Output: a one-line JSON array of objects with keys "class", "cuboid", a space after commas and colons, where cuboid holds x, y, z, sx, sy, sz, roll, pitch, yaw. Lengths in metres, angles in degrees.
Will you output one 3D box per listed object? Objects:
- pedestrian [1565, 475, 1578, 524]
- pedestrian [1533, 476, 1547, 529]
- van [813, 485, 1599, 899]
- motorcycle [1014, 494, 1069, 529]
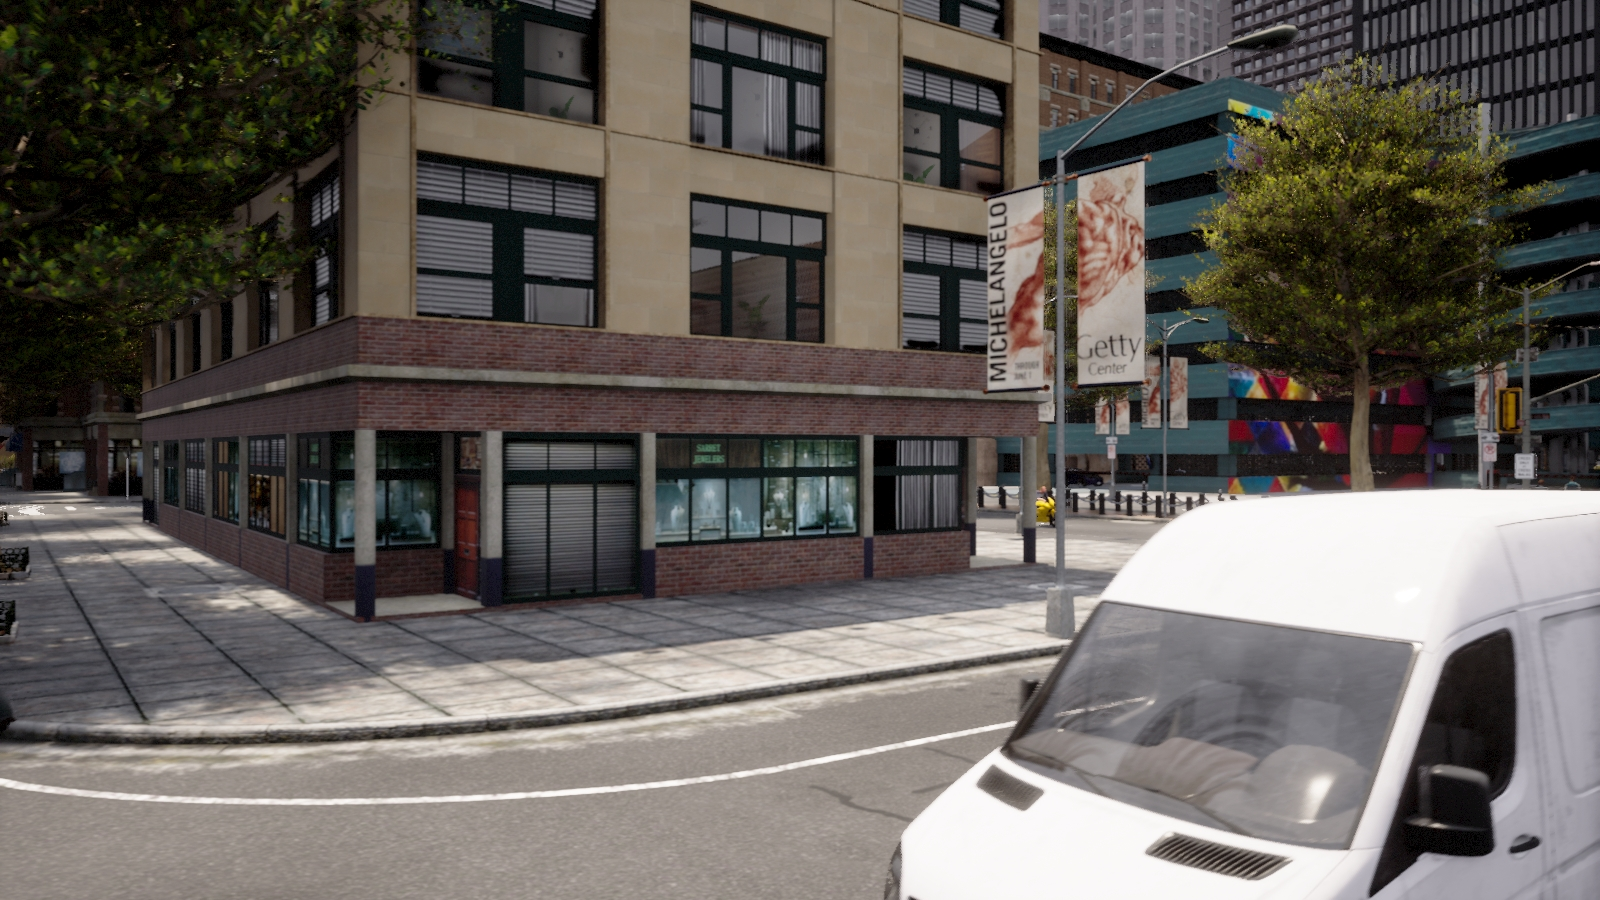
[{"class": "pedestrian", "cuboid": [29.341, 1.880, 43.465, 0.375, 1.860, 0.375, 0, 0, 41]}, {"class": "pedestrian", "cuboid": [26.455, 1.878, 40.832, 0.375, 1.860, 0.375, 0, 0, 41]}, {"class": "van", "cuboid": [3.053, 1.539, 5.932, 5.915, 2.561, 1.988, 0, 0, -35]}, {"class": "motorcycle", "cuboid": [8.829, 2.234, 41.845, 0.803, 1.145, 2.033, 0, 0, -33]}]
